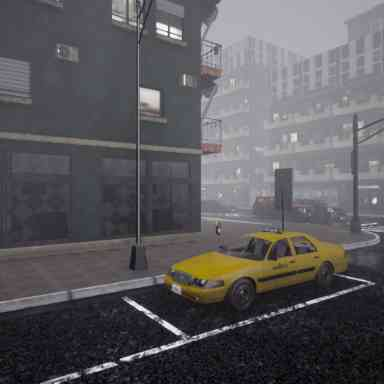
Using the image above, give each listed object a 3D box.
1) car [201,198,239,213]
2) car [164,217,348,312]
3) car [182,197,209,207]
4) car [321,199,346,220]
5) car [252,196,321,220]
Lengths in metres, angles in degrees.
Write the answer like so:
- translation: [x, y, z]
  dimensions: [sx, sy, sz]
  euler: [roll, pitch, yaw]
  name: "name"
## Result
- translation: [2.625, 1.463, 35.819]
  dimensions: [2.033, 1.411, 5.357]
  euler: [0, 0, -35]
  name: "car"
- translation: [1.679, 1.525, 7.703]
  dimensions: [4.829, 1.417, 1.752]
  euler: [0, 0, -35]
  name: "car"
- translation: [0.516, 1.466, 48.776]
  dimensions: [1.802, 1.307, 4.206]
  euler: [0, 0, -35]
  name: "car"
- translation: [9.586, 1.304, 25.960]
  dimensions: [2.097, 1.767, 4.553]
  euler: [0, 0, -34]
  name: "car"
- translation: [6.827, 1.264, 25.454]
  dimensions: [2.192, 1.841, 5.009]
  euler: [0, 0, -35]
  name: "car"
